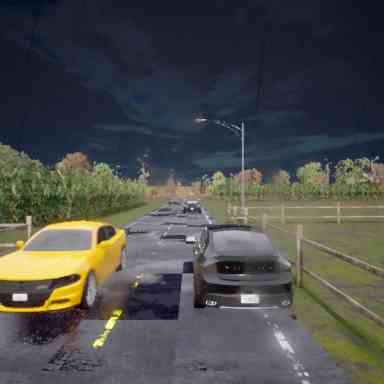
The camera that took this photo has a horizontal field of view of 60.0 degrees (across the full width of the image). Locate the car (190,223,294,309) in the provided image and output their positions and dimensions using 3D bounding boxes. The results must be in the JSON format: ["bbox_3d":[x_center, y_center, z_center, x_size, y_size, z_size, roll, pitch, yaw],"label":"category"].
[{"bbox_3d":[0.947,1.505,7.874,1.837,1.490,4.892,0,0,0],"label":"car"}]

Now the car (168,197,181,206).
[{"bbox_3d":[-2.853,1.523,55.036,1.994,1.385,4.181,0,0,0],"label":"car"}]

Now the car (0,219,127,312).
[{"bbox_3d":[-2.866,1.477,8.032,1.882,1.535,5.008,0,0,0],"label":"car"}]

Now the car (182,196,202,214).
[{"bbox_3d":[0.012,1.512,35.593,1.812,1.442,4.674,0,0,0],"label":"car"}]

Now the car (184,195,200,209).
[{"bbox_3d":[-0.030,1.325,45.881,2.097,1.767,4.553,0,0,0],"label":"car"}]
